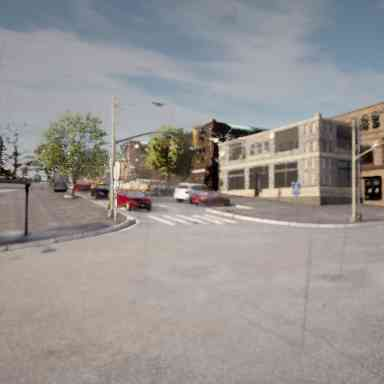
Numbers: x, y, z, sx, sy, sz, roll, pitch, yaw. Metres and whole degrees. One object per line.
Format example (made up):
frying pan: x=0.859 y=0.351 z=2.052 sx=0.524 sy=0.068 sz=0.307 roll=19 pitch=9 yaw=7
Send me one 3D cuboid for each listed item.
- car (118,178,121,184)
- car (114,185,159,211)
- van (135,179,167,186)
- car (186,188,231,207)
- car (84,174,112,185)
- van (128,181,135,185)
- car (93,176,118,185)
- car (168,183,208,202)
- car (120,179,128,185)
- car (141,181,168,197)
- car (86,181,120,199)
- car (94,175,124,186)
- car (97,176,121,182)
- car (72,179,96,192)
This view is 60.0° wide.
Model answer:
car: x=-9.495 y=-0.994 z=54.128 sx=2.002 sy=1.452 sz=4.674 roll=6 pitch=3 yaw=41
car: x=-4.746 y=0.563 z=26.755 sx=1.882 sy=1.535 sz=5.008 roll=1 pitch=3 yaw=-28
van: x=-5.253 y=-0.640 z=46.056 sx=1.878 sy=1.987 sz=4.442 roll=6 pitch=4 yaw=42
car: x=1.968 y=0.658 z=32.897 sx=2.002 sy=1.452 sz=4.674 roll=6 pitch=3 yaw=41
car: x=-21.184 y=-2.784 z=75.157 sx=2.435 sy=2.045 sz=5.566 roll=0 pitch=-2 yaw=41
van: x=-6.690 y=-0.847 z=48.714 sx=1.878 sy=1.987 sz=4.442 roll=6 pitch=3 yaw=42
car: x=-18.253 y=-2.404 z=69.961 sx=2.185 sy=1.767 sz=4.553 roll=5 pitch=2 yaw=40
car: x=0.564 y=0.161 z=35.556 sx=2.435 sy=2.045 sz=5.566 roll=6 pitch=3 yaw=42
car: x=-7.940 y=-0.828 z=51.609 sx=1.946 sy=1.575 sz=5.366 roll=5 pitch=3 yaw=42
car: x=-3.769 y=-0.207 z=43.500 sx=2.231 sy=1.521 sz=4.892 roll=6 pitch=3 yaw=42
car: x=-9.511 y=-0.030 z=35.414 sx=1.994 sy=1.385 sz=4.181 roll=1 pitch=3 yaw=-29
car: x=-16.753 y=-2.319 z=67.303 sx=2.435 sy=2.045 sz=5.566 roll=6 pitch=3 yaw=41
car: x=-15.166 y=-1.862 z=64.838 sx=1.946 sy=1.575 sz=5.366 roll=5 pitch=3 yaw=41
car: x=-14.865 y=-0.877 z=45.107 sx=1.882 sy=1.535 sz=5.008 roll=1 pitch=4 yaw=-29
